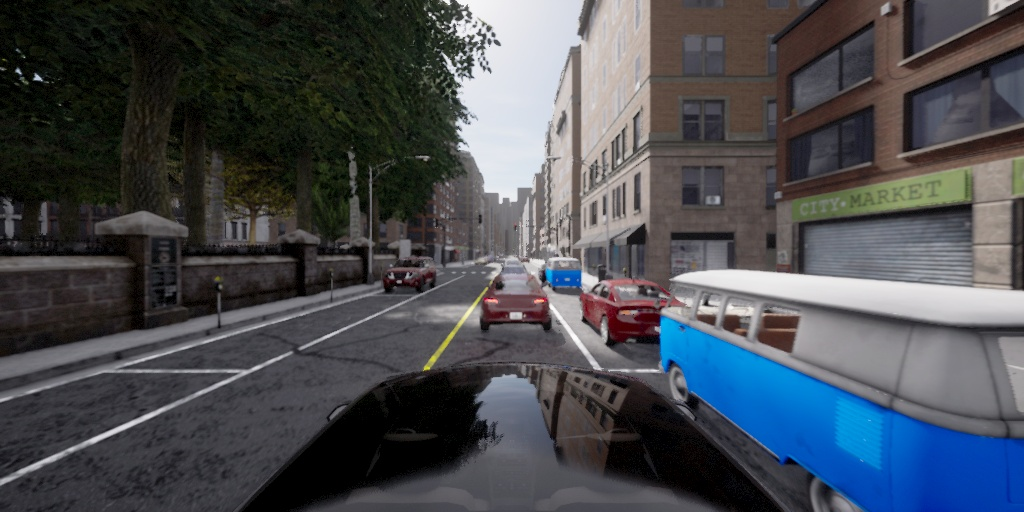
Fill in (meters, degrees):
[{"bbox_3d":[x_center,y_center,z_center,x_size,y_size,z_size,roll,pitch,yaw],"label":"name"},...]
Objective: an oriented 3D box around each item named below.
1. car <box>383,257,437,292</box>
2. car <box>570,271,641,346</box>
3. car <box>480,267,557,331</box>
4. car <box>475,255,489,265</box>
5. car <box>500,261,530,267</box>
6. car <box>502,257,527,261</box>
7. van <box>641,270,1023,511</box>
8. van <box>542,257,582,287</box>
[{"bbox_3d":[-5.645,0.963,20.460,2.192,1.841,5.009,0,0,0],"label":"car"},{"bbox_3d":[2.865,1.256,9.168,1.888,1.381,4.507,0,0,0],"label":"car"},{"bbox_3d":[0.103,1.229,10.681,1.812,1.442,4.674,0,0,0],"label":"car"},{"bbox_3d":[-5.589,0.907,63.978,1.751,1.417,4.829,0,0,0],"label":"car"},{"bbox_3d":[0.122,1.197,20.292,2.033,1.411,5.357,0,0,0],"label":"car"},{"bbox_3d":[0.040,1.093,30.692,1.837,1.490,4.892,0,0,0],"label":"car"},{"bbox_3d":[2.857,1.081,3.507,1.690,1.789,3.998,0,0,0],"label":"van"},{"bbox_3d":[2.880,0.989,20.489,1.690,1.789,3.998,0,0,0],"label":"van"}]
